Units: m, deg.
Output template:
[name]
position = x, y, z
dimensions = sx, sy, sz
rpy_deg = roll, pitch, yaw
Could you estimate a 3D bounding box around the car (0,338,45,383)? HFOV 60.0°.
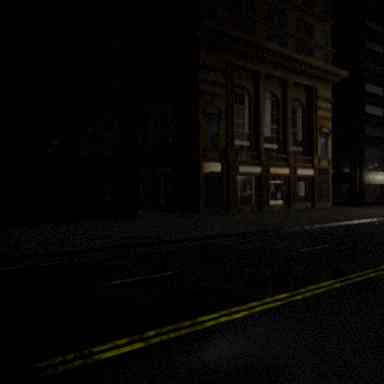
[car]
position = -3.009, 1.611, 1.294
dimensions = 4.718, 1.301, 1.895
rpy_deg = 0, 0, -35
